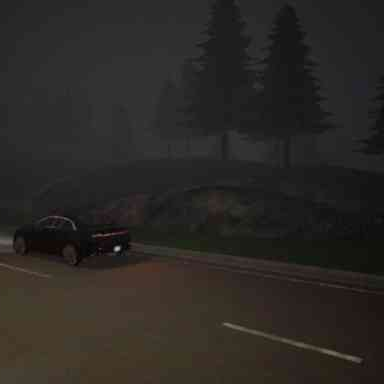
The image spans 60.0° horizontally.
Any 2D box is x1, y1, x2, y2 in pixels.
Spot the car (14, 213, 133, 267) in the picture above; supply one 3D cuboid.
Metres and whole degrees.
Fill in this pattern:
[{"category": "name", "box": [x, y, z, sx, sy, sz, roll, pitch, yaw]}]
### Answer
[{"category": "car", "box": [-4.172, 1.456, 11.287, 4.902, 1.511, 2.128, 0, 0, 36]}]
